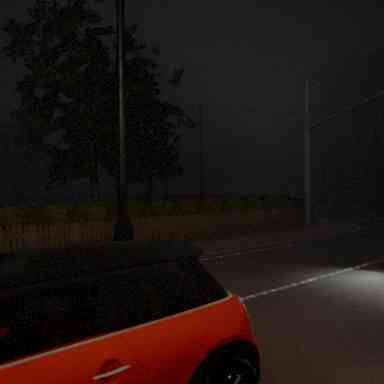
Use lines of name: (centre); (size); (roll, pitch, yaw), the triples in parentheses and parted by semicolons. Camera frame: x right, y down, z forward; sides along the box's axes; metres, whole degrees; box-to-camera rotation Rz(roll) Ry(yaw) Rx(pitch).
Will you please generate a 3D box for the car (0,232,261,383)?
car: (-1.575, 1.347, 2.845); (4.553, 1.767, 2.097); (-1, 1, -35)
